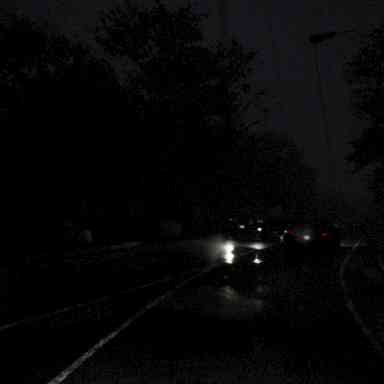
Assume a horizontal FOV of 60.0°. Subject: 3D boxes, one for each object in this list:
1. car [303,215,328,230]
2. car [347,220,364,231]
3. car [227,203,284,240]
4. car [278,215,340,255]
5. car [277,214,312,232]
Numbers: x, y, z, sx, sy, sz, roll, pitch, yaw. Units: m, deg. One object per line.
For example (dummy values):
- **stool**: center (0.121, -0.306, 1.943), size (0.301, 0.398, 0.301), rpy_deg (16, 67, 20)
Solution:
- **car**: center (14.213, 3.552, 38.133), size (1.837, 1.490, 4.892), rpy_deg (1, -5, 30)
- **car**: center (21.490, 4.410, 43.742), size (2.033, 1.411, 5.357), rpy_deg (1, -5, 30)
- **car**: center (4.097, 1.670, 20.329), size (2.150, 2.045, 5.566), rpy_deg (1, -3, 30)
- **car**: center (5.525, 1.878, 15.060), size (1.994, 1.385, 4.181), rpy_deg (1, -2, 28)
- **car**: center (9.033, 2.683, 28.999), size (1.994, 1.385, 4.181), rpy_deg (1, -4, 30)
